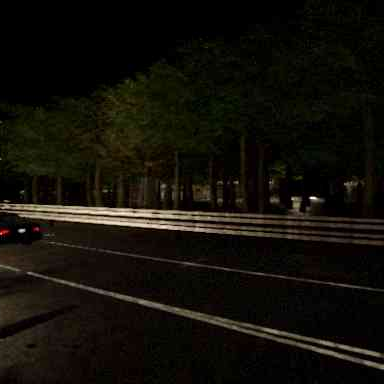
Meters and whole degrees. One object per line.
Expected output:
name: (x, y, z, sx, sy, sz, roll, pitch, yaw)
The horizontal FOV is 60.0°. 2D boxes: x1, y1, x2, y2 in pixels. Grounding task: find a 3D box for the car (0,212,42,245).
car: (-8.637, 1.556, 14.361, 5.357, 1.411, 2.033, 0, 0, 36)
